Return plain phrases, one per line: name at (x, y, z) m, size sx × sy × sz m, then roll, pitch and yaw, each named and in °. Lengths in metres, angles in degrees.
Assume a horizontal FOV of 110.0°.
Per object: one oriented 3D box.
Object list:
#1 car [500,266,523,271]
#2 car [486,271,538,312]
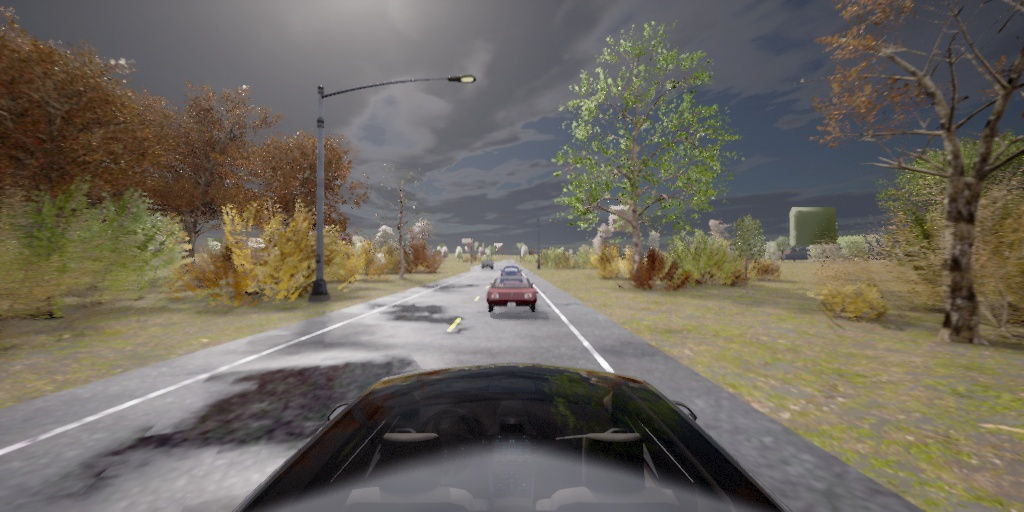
car at (-0.053, 1.574, 30.755) m, size 1.812 × 1.442 × 4.674 m, roll 0°, pitch 0°, yaw 0°
car at (0.002, 1.489, 15.103) m, size 1.895 × 1.301 × 4.718 m, roll 0°, pitch -1°, yaw 0°
